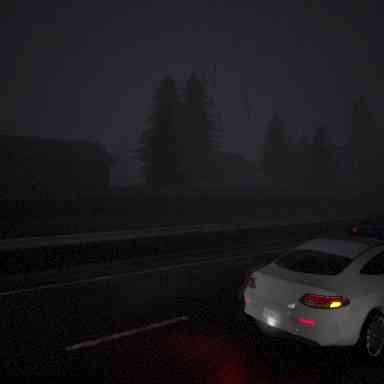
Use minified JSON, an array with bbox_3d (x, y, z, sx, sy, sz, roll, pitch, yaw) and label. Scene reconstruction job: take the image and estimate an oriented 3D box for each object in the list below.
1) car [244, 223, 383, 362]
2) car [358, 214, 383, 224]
[{"bbox_3d":[2.962,1.516,5.862,4.674,1.442,1.812,0,0,-36],"label":"car"},{"bbox_3d":[8.872,1.575,14.376,4.718,1.301,1.895,0,0,-36],"label":"car"}]
